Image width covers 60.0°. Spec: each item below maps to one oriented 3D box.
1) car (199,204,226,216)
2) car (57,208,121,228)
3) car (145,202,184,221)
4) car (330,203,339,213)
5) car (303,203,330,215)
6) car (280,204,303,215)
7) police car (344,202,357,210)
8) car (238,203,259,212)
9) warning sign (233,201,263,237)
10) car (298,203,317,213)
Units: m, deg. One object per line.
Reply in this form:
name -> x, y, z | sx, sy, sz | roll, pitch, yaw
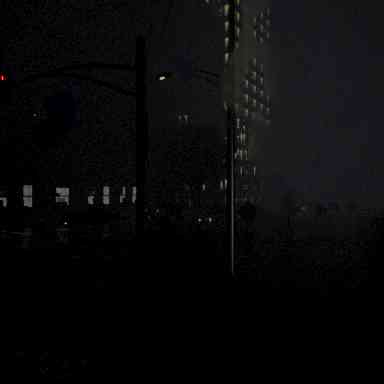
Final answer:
car -> 2.682, 2.189, 41.362 | 1.812, 1.442, 4.674 | 0, -1, 33
car -> -7.694, 1.921, 25.234 | 1.895, 1.301, 4.718 | 0, -1, 33
car -> -2.779, 1.835, 32.877 | 2.097, 1.767, 4.553 | 0, -1, 33
car -> 22.516, 2.529, 53.841 | 1.882, 1.535, 5.008 | 0, -1, 33
car -> 16.987, 2.375, 45.226 | 1.837, 1.490, 4.892 | 0, -1, 33
car -> 13.933, 2.459, 46.577 | 1.895, 1.301, 4.718 | 0, -1, 33
police car -> 31.476, 2.738, 65.848 | 1.930, 1.638, 5.238 | 0, -1, 33
car -> 8.611, 2.422, 50.493 | 1.994, 1.385, 4.181 | 0, -1, 33
warning sign -> 3.123, 1.454, 18.543 | 1.300, 1.860, 1.060 | 1, 1, 33
car -> 19.118, 2.533, 54.738 | 1.837, 1.490, 4.892 | 0, -1, 33
